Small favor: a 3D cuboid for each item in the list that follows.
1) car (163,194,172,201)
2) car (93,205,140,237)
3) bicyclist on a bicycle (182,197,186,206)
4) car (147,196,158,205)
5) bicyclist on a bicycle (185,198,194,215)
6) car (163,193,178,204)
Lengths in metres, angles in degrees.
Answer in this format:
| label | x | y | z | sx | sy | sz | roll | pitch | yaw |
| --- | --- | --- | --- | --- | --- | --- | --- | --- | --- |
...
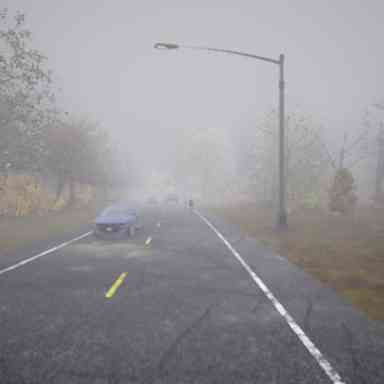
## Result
| label | x | y | z | sx | sy | sz | roll | pitch | yaw |
| --- | --- | --- | --- | --- | --- | --- | --- | --- | --- |
| car | -5.688 | 1.318 | 76.612 | 1.882 | 1.535 | 5.008 | 0 | 0 | -8 |
| car | -3.974 | 1.471 | 18.129 | 1.882 | 1.535 | 5.008 | 0 | 0 | -2 |
| bicyclist on a bicycle | -0.818 | 1.382 | 41.981 | 0.866 | 1.612 | 1.509 | 0 | 0 | -4 |
| car | -6.927 | 1.458 | 58.680 | 2.033 | 1.411 | 5.357 | 0 | 0 | -6 |
| bicyclist on a bicycle | -0.066 | 1.421 | 31.807 | 0.582 | 1.620 | 1.656 | 0 | 0 | -4 |
| car | -3.804 | 1.117 | 62.605 | 2.150 | 2.045 | 5.566 | 0 | 0 | -6 |
